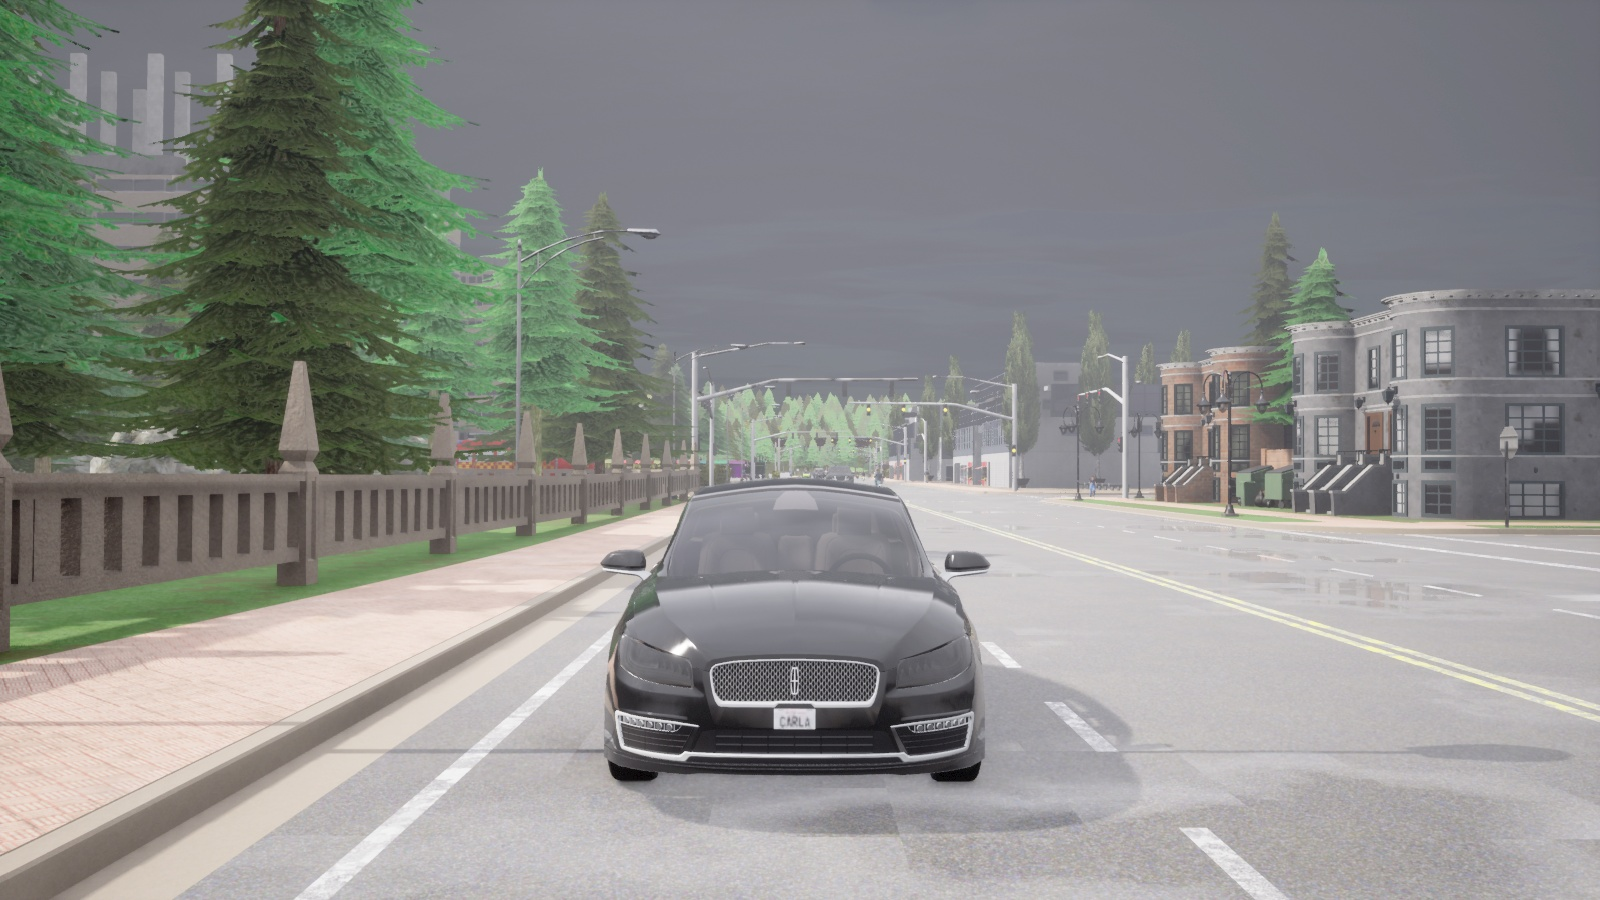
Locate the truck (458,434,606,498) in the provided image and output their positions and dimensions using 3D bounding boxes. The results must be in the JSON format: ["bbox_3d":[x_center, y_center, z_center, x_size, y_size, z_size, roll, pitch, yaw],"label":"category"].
[{"bbox_3d":[-16.340,1.006,77.079,8.468,3.827,2.891,0,-1,0],"label":"truck"}]

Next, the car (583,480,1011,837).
[{"bbox_3d":[-0.021,0.951,7.847,1.837,1.490,4.892,0,-1,0],"label":"car"}]
